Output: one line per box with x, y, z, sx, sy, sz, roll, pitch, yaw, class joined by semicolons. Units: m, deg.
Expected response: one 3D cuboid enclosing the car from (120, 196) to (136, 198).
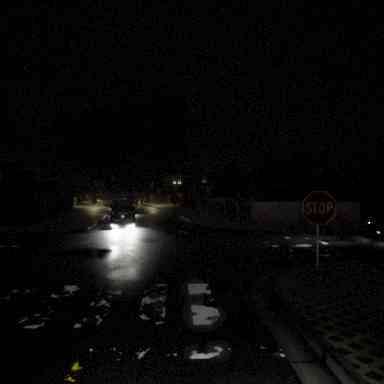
-7.421;1.475;36.040;1.882;1.535;5.008;0;0;-14;car

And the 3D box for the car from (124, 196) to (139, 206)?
-10.197;1.478;55.941;1.837;1.490;4.892;0;0;-17;car

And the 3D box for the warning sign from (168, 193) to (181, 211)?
-1.942;1.086;36.738;1.300;1.860;1.060;1;1;-13;warning sign

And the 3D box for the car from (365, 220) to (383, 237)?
11.425;1.720;16.963;4.718;1.301;1.895;1;1;-12;car

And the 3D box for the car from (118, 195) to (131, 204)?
-13.340;1.465;65.758;2.128;1.511;4.902;0;0;-16;car

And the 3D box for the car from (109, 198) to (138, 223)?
-5.385;1.490;26.137;2.128;1.511;4.902;0;0;-10;car

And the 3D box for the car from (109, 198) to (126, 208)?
-11.024;1.557;49.078;1.994;1.385;4.181;0;0;-18;car
